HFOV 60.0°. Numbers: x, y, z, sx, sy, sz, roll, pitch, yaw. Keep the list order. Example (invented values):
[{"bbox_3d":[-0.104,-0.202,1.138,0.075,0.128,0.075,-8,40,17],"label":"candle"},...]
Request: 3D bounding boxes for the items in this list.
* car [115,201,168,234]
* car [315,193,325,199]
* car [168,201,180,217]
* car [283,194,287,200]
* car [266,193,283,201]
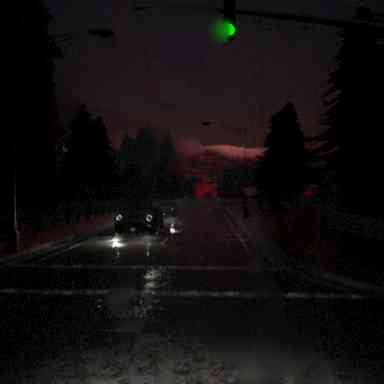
[{"bbox_3d":[-2.897,1.327,19.110,2.097,1.767,4.553,0,0,3],"label":"car"},{"bbox_3d":[33.544,1.038,87.584,1.845,1.501,3.633,0,0,3],"label":"car"},{"bbox_3d":[-2.264,1.545,30.594,1.895,1.301,4.718,0,0,3],"label":"car"},{"bbox_3d":[20.876,1.156,77.378,1.970,1.475,3.806,0,0,3],"label":"car"},{"bbox_3d":[17.430,1.172,70.161,1.845,1.501,3.633,0,0,3],"label":"car"}]
